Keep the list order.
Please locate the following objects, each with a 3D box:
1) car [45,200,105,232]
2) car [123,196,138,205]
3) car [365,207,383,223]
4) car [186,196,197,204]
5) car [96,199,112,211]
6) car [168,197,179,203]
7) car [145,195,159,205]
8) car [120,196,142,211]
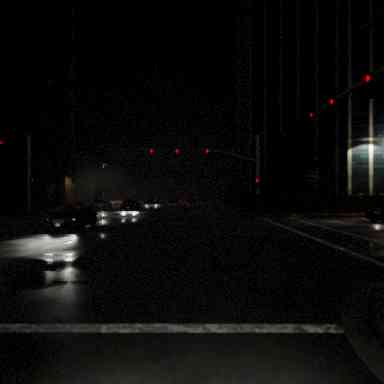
[{"bbox_3d":[-7.126,1.482,20.088,2.128,1.511,4.902,0,0,0],"label":"car"},{"bbox_3d":[-10.636,1.499,58.081,1.812,1.442,4.674,0,0,0],"label":"car"},{"bbox_3d":[15.451,1.466,24.544,5.008,1.535,1.882,0,0,-1],"label":"car"},{"bbox_3d":[-0.084,1.496,65.167,1.812,1.442,4.674,0,0,0],"label":"car"},{"bbox_3d":[-10.679,1.508,39.075,1.812,1.442,4.674,0,0,1],"label":"car"},{"bbox_3d":[-3.585,1.571,65.732,1.895,1.301,4.718,0,0,0],"label":"car"},{"bbox_3d":[-7.129,1.323,59.566,2.097,1.767,4.553,0,0,0],"label":"car"},{"bbox_3d":[-7.146,1.546,39.099,1.994,1.385,4.181,0,0,0],"label":"car"}]
